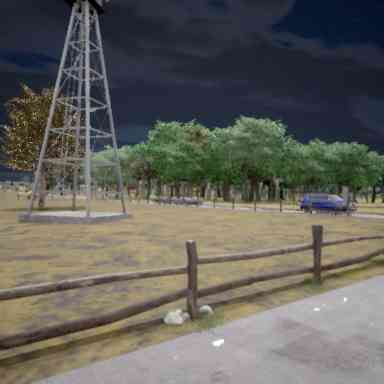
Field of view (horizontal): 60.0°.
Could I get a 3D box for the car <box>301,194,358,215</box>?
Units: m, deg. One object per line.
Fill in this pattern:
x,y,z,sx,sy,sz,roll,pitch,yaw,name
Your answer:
13.792,1.216,33.688,2.150,2.045,5.566,2,-1,-35,car

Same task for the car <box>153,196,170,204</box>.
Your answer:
-6.032,1.526,66.191,2.128,1.511,4.902,2,-1,-36,car

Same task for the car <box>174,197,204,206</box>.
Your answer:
-0.927,1.530,54.253,2.033,1.411,5.357,2,-1,-35,car

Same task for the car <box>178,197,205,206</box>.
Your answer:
-0.158,1.601,58.091,2.033,1.411,5.357,2,-1,-35,car
